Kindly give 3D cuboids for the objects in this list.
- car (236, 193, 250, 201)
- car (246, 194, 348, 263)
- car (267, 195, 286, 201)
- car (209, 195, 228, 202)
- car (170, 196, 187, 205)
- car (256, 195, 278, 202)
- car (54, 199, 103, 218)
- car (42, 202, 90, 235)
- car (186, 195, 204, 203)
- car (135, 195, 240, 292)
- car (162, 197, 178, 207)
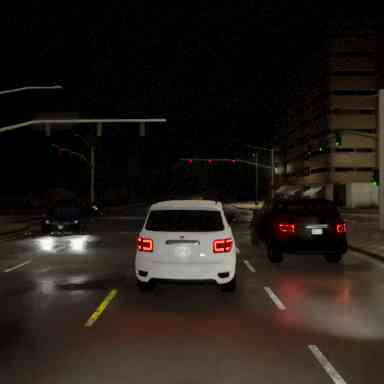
[{"bbox_3d":[13.067,1.225,80.719,5.566,2.045,2.150,0,0,-41],"label":"car"},{"bbox_3d":[3.576,1.221,12.156,2.150,2.045,5.566,0,0,0],"label":"car"},{"bbox_3d":[21.833,1.524,86.237,4.674,1.442,1.812,0,0,-22],"label":"car"},{"bbox_3d":[6.374,1.525,78.980,2.128,1.511,4.902,0,0,38],"label":"car"},{"bbox_3d":[-2.431,1.504,60.822,1.837,1.490,4.892,0,0,13],"label":"car"},{"bbox_3d":[18.195,1.539,80.211,5.357,1.411,2.033,0,0,-34],"label":"car"},{"bbox_3d":[-10.212,1.382,29.300,4.553,1.767,2.097,0,0,0],"label":"car"},{"bbox_3d":[-7.199,1.525,19.268,1.812,1.442,4.674,1,0,-12],"label":"car"},{"bbox_3d":[0.656,1.477,70.349,1.882,1.535,5.008,0,0,23],"label":"car"},{"bbox_3d":[0.015,1.221,9.130,2.150,2.045,5.566,0,0,4],"label":"car"},{"bbox_3d":[-3.367,1.504,51.586,1.837,1.490,4.892,0,0,3],"label":"car"}]
